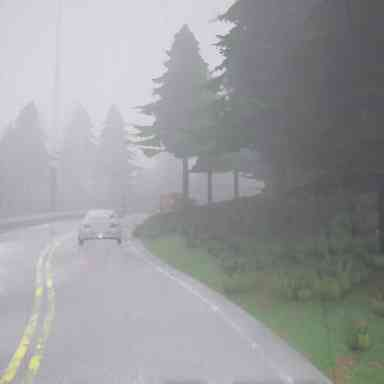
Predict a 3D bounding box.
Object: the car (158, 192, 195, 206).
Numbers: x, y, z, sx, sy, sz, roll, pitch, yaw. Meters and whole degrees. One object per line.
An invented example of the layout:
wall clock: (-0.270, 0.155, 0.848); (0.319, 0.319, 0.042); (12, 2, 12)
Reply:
car: (-1.502, 1.067, 35.943); (2.150, 2.045, 5.566); (-3, -1, 28)

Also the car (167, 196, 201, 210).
car: (-0.984, 1.392, 43.563); (1.882, 1.535, 5.008); (-4, -1, 32)

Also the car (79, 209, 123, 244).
car: (-4.296, 1.543, 15.867); (1.812, 1.442, 4.674); (0, 0, -13)
